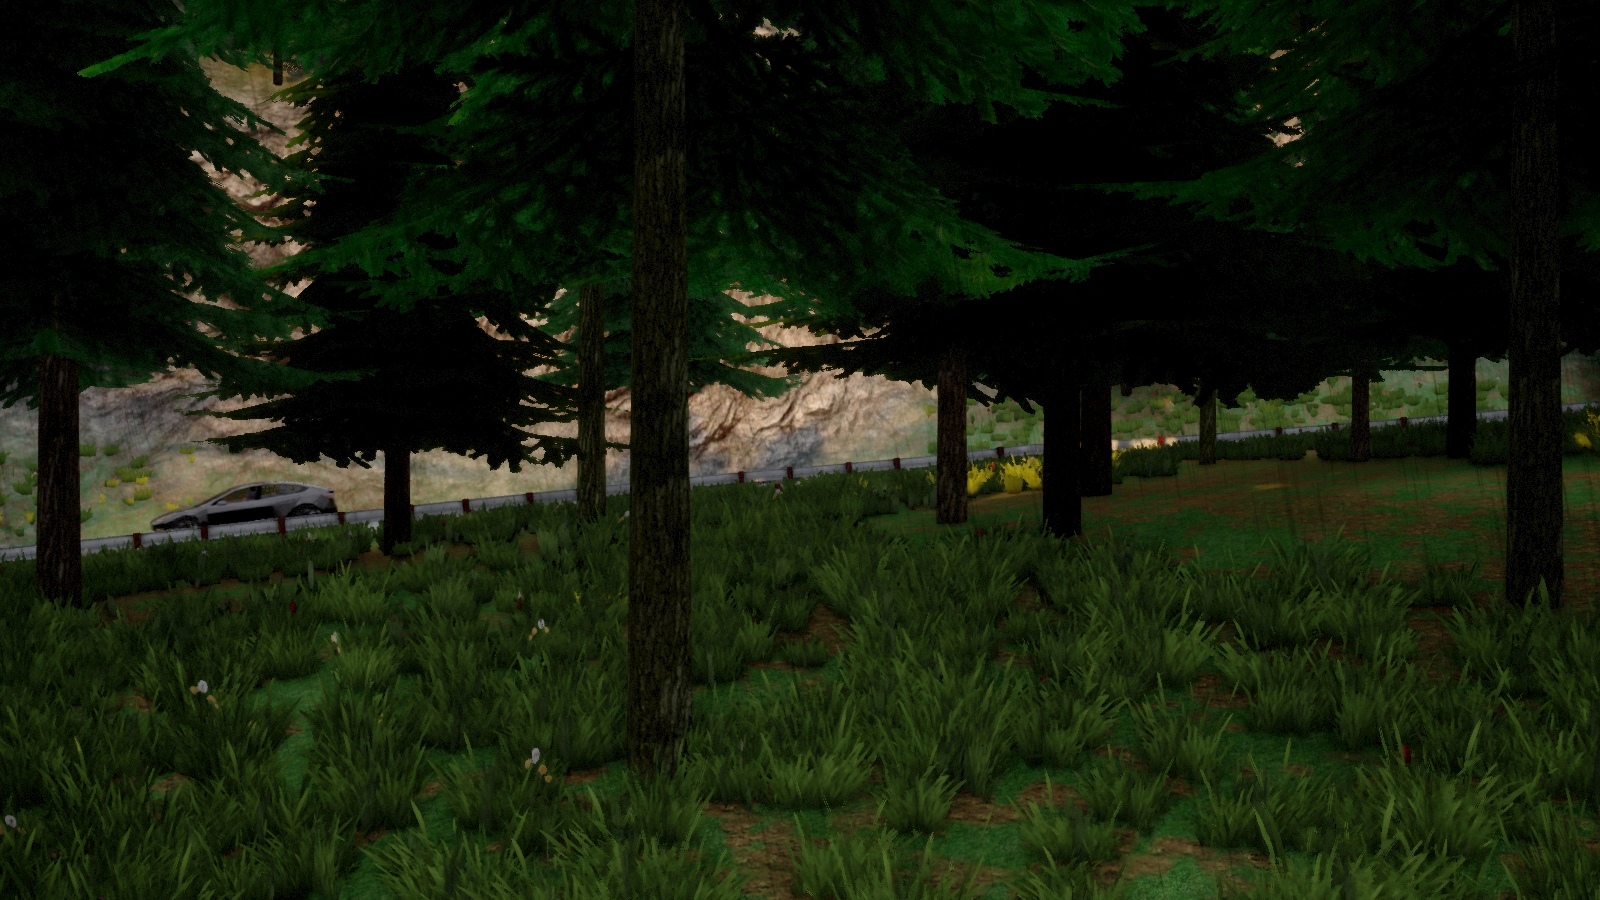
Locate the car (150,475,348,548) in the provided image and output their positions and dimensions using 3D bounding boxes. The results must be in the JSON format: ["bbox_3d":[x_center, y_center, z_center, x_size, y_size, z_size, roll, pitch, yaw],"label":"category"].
[{"bbox_3d":[-15.664,1.680,32.550,4.792,1.488,2.163,-5,3,-32],"label":"car"}]
